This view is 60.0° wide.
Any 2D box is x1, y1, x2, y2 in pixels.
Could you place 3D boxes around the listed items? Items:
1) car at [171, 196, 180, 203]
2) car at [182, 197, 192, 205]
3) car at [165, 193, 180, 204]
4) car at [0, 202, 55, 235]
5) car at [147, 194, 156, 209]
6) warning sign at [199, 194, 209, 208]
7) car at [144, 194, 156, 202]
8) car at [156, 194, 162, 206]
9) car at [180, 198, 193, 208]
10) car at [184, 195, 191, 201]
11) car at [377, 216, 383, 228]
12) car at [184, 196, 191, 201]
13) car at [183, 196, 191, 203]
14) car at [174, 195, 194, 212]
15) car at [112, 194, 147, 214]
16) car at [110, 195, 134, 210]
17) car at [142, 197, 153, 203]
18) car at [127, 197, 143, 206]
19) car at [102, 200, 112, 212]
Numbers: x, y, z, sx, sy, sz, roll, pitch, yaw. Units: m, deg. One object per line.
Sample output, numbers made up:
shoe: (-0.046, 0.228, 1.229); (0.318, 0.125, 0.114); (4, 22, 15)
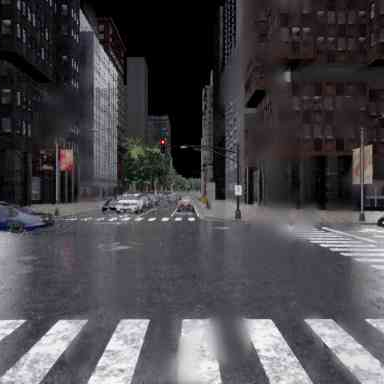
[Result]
car: (-3.815, 1.694, 75.834); (1.895, 1.301, 4.718); (0, 0, -1)
car: (-0.918, 1.603, 60.703); (1.887, 1.381, 4.507); (0, 0, -1)
car: (-3.625, 1.563, 65.646); (2.128, 1.511, 4.902); (0, 0, 0)
car: (-10.142, 1.429, 17.538); (5.357, 1.411, 2.033); (1, 0, -1)
car: (-6.634, 1.375, 45.591); (2.097, 1.767, 4.553); (0, 0, 0)
warning sign: (1.560, 1.132, 42.696); (1.300, 1.860, 1.060); (0, 0, -1)
car: (-9.595, 1.417, 76.909); (2.192, 1.841, 5.009); (0, 0, -1)
car: (-6.717, 1.399, 55.792); (2.097, 1.767, 4.553); (0, 0, 0)
car: (-0.817, 1.614, 49.853); (1.802, 1.307, 4.206); (0, 0, -1)
car: (-1.171, 1.574, 87.827); (1.967, 1.590, 4.097); (0, 0, -1)
car: (14.092, 1.788, 20.990); (4.181, 1.385, 1.994); (1, 0, 0)
car: (-1.222, 1.696, 93.252); (1.887, 1.381, 4.507); (0, 0, -1)
car: (-1.020, 1.613, 71.723); (1.752, 1.417, 4.829); (0, 0, -1)
car: (-0.717, 1.448, 39.004); (1.967, 1.590, 4.097); (0, 0, -1)
car: (-6.545, 1.223, 35.566); (2.150, 2.045, 5.566); (0, 0, -1)
car: (-9.292, 1.335, 44.354); (2.192, 1.841, 5.009); (0, 0, -1)
car: (-9.544, 1.669, 71.482); (1.802, 1.307, 4.206); (0, 0, -1)
car: (-9.391, 1.570, 55.035); (1.752, 1.417, 4.829); (0, 0, -1)
car: (-9.241, 1.574, 38.928); (1.947, 1.339, 4.313); (0, 0, -1)
